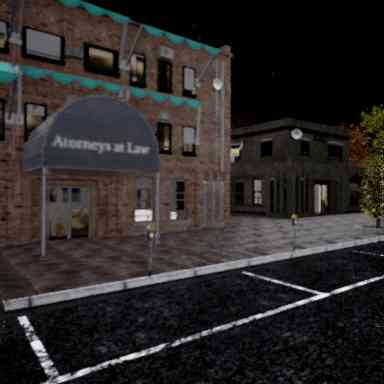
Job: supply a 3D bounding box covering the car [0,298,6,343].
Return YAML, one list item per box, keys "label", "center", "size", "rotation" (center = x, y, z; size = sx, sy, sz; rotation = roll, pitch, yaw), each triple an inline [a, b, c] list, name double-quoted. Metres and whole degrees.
- label: "car"
  center: [-4.423, 1.560, 3.392]
  size: [4.403, 1.369, 2.008]
  rotation: [0, 1, -36]
